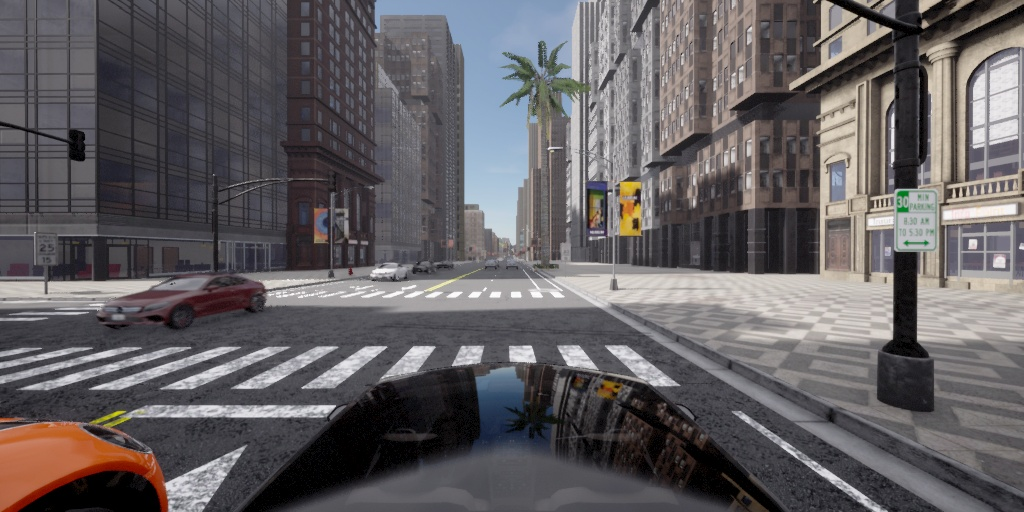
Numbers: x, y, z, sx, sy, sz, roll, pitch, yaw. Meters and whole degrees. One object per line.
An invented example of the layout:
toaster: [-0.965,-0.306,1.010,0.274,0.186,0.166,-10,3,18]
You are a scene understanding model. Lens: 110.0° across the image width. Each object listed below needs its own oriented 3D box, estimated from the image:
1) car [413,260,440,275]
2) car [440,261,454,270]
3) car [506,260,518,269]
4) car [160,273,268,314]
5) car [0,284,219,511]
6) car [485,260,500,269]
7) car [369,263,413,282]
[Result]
car: [-9.840,1.268,40.283,1.837,1.490,4.892,0,0,0]
car: [-9.801,1.382,52.864,1.895,1.301,4.718,0,0,0]
car: [0.014,1.334,55.747,2.033,1.411,5.357,0,0,0]
car: [-9.847,1.276,11.301,1.812,1.442,4.674,0,0,0]
car: [-3.150,1.102,0.269,2.097,1.767,4.553,0,0,0]
car: [-3.236,1.334,55.749,2.033,1.411,5.357,0,0,0]
car: [-9.844,1.282,29.077,1.812,1.442,4.674,0,0,0]
